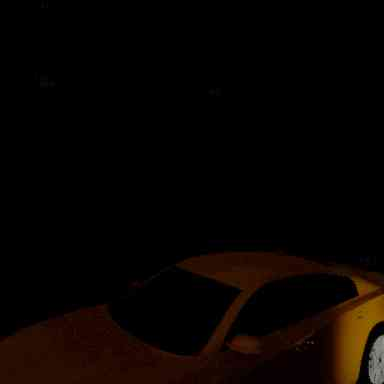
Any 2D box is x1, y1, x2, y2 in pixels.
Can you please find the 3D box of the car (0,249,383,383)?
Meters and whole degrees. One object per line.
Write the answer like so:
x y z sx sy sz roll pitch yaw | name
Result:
0.418 1.477 3.676 5.008 1.535 1.882 0 0 -36 | car
